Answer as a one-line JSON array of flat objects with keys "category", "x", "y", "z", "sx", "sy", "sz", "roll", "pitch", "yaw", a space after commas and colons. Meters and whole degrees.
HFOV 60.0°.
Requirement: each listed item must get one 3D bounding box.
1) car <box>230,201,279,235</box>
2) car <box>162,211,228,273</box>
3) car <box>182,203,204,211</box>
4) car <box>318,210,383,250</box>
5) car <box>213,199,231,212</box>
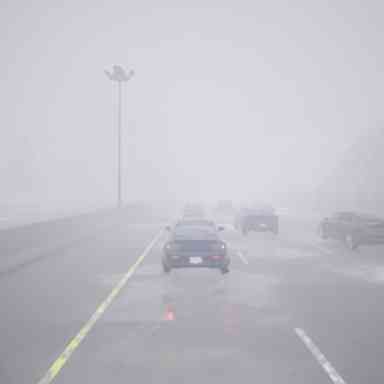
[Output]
[{"category": "car", "x": 3.601, "y": 1.528, "z": 19.355, "sx": 1.882, "sy": 1.535, "sz": 5.008, "roll": 0, "pitch": 0, "yaw": 0}, {"category": "car", "x": 0.087, "y": 1.554, "z": 10.673, "sx": 1.812, "sy": 1.442, "sz": 4.674, "roll": 0, "pitch": 0, "yaw": 0}, {"category": "car", "x": 0.100, "y": 1.623, "z": 28.910, "sx": 2.033, "sy": 1.411, "sz": 5.357, "roll": 0, "pitch": 0, "yaw": 0}, {"category": "car", "x": 7.101, "y": 1.543, "z": 14.496, "sx": 1.837, "sy": 1.490, "sz": 4.892, "roll": 0, "pitch": 0, "yaw": 0}, {"category": "car", "x": 3.599, "y": 1.603, "z": 37.854, "sx": 1.837, "sy": 1.490, "sz": 4.892, "roll": 0, "pitch": 0, "yaw": 0}]
